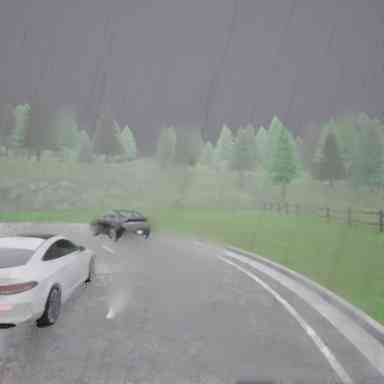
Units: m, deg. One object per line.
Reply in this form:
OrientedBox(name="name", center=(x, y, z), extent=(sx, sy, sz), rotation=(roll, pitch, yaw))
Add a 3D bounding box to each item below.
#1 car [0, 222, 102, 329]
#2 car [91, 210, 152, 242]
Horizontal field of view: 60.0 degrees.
OrientedBox(name="car", center=(-3.367, 1.598, 6.991), extent=(1.812, 1.442, 4.674), rotation=(0, -1, -4))
OrientedBox(name="car", center=(-3.870, 1.692, 17.608), extent=(2.128, 1.511, 4.902), rotation=(1, -1, -36))
